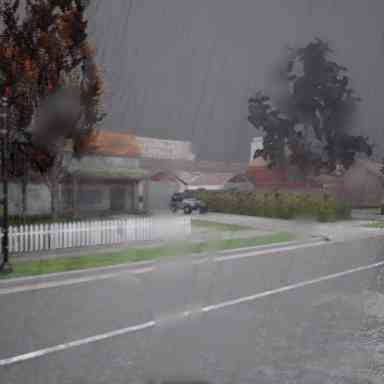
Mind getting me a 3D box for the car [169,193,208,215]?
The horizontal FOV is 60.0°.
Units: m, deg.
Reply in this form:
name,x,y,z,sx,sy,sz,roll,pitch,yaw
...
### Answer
name,x,y,z,sx,sy,sz,roll,pitch,yaw
car,-0.400,1.006,29.330,1.905,1.878,3.866,0,0,-35
